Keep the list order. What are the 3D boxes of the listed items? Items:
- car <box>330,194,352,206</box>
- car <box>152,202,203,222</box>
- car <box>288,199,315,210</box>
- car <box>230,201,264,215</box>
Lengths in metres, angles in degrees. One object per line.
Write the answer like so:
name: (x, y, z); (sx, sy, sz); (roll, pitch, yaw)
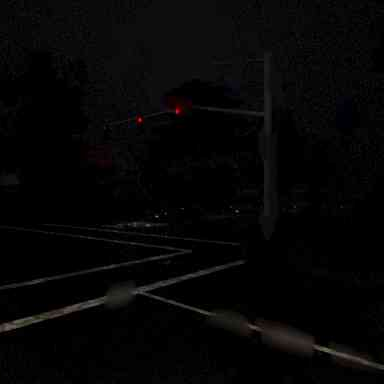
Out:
car: (25.259, 1.315, 56.299); (2.150, 2.045, 5.566); (0, 0, 41)
car: (-1.052, 1.526, 26.206); (1.812, 1.442, 4.674); (0, 0, 41)
car: (14.642, 1.601, 44.241); (1.895, 1.301, 4.718); (0, 0, 41)
car: (5.869, 1.601, 34.163); (1.895, 1.301, 4.718); (0, 0, 41)
